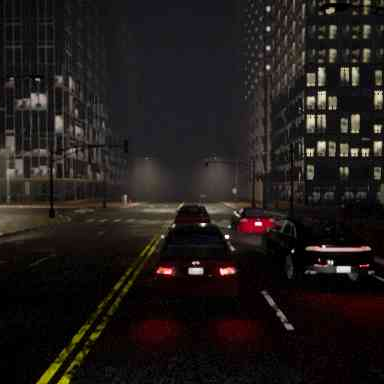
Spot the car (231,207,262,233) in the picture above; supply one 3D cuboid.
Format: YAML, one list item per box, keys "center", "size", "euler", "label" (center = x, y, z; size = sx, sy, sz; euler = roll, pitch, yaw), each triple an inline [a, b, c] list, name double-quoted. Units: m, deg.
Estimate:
- center: [3.306, 1.538, 18.504]
  size: [1.994, 1.385, 4.181]
  euler: [0, 0, 0]
  label: "car"

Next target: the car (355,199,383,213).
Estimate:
- center: [21.719, 1.609, 38.555]
  size: [4.829, 1.417, 1.752]
  euler: [1, 0, 1]
  label: "car"

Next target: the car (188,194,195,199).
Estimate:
- center: [-0.218, 1.259, 91.453]
  size: [1.895, 1.301, 4.718]
  euler: [0, 0, 0]
  label: "car"

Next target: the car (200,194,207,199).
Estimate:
- center: [3.033, 1.188, 91.430]
  size: [1.812, 1.442, 4.674]
  euler: [0, 0, 0]
  label: "car"

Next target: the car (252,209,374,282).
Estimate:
- center: [3.326, 1.479, 9.704]
  size: [2.128, 1.511, 4.902]
  euler: [0, 0, 0]
  label: "car"

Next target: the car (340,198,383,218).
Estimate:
- center: [16.130, 1.493, 30.255]
  size: [5.009, 1.841, 2.192]
  euler: [1, 0, 1]
  label: "car"

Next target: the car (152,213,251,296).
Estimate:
- center: [0.081, 1.536, 8.789]
  size: [2.033, 1.411, 5.357]
  euler: [0, 0, 0]
  label: "car"

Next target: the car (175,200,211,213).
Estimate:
- center: [0.061, 1.452, 18.609]
  size: [1.882, 1.535, 5.008]
  euler: [0, 0, 1]
  label: "car"

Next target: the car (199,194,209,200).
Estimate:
- center: [3.057, 1.443, 81.459]
  size: [1.895, 1.301, 4.718]
  euler: [0, 0, 0]
  label: "car"

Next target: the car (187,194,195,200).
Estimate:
- center: [-0.193, 1.373, 81.421]
  size: [1.812, 1.442, 4.674]
  euler: [0, 0, 0]
  label: "car"
